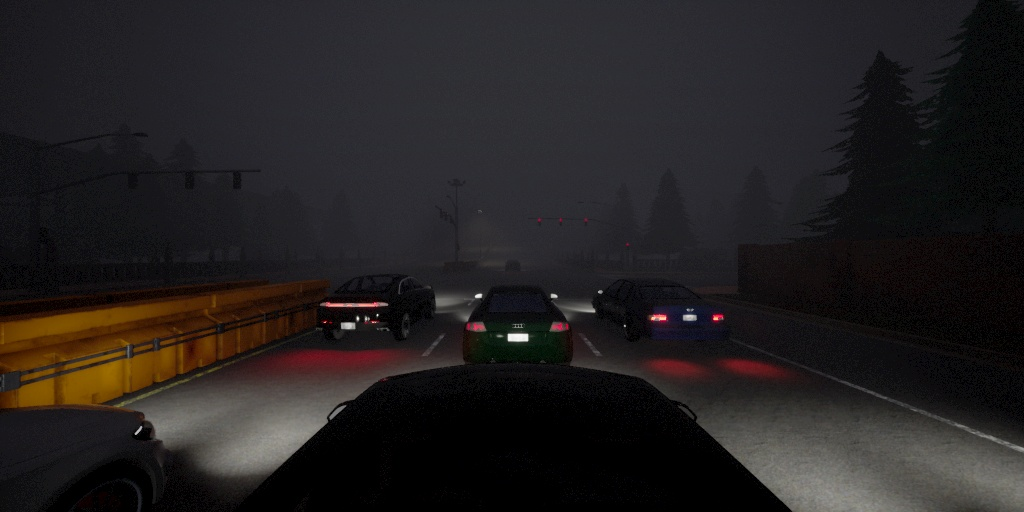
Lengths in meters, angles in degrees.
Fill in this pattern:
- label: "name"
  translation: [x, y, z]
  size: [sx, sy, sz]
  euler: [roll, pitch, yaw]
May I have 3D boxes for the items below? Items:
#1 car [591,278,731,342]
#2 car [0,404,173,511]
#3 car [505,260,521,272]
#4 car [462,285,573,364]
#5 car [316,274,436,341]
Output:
- label: "car"
  translation: [3.601, 1.297, 9.774]
  size: [2.033, 1.411, 5.357]
  euler: [0, 0, 0]
- label: "car"
  translation: [-3.403, 1.276, 0.632]
  size: [1.812, 1.442, 4.674]
  euler: [0, 0, 0]
- label: "car"
  translation: [0.103, 1.228, 46.024]
  size: [1.882, 1.535, 5.008]
  euler: [0, 0, 0]
- label: "car"
  translation: [0.099, 1.314, 7.917]
  size: [1.994, 1.385, 4.181]
  euler: [0, 0, 0]
- label: "car"
  translation: [-3.399, 1.241, 9.869]
  size: [2.128, 1.511, 4.902]
  euler: [0, 0, 0]
